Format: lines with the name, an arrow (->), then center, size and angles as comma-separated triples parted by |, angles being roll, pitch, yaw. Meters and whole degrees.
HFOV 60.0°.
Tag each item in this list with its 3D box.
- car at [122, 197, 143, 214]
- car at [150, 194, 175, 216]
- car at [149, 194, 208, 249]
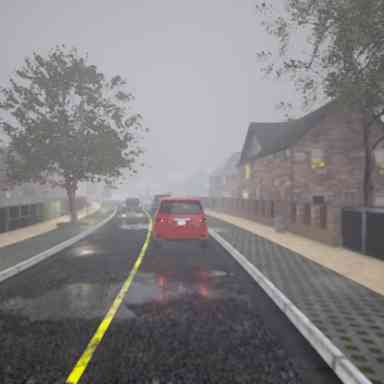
car -> -6.409, 1.342, 35.802 | 2.097, 1.767, 4.553 | 0, 0, -11
car -> -3.111, 1.218, 34.115 | 2.150, 2.045, 5.566 | 0, 0, -10
car -> -0.596, 1.222, 14.839 | 2.150, 2.045, 5.566 | 0, 0, -4
